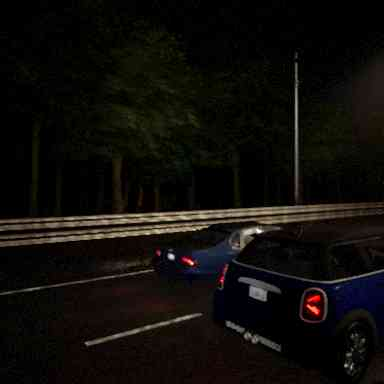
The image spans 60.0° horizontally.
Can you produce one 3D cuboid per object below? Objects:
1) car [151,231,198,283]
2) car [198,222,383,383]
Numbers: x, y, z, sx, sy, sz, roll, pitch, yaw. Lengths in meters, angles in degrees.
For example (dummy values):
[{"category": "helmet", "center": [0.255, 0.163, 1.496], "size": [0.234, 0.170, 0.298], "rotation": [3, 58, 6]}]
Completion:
[{"category": "car", "center": [1.557, 1.539, 9.155], "size": [5.357, 1.411, 2.033], "rotation": [0, 0, -36]}, {"category": "car", "center": [2.594, 1.347, 5.596], "size": [4.553, 1.767, 2.097], "rotation": [0, 0, -35]}]
